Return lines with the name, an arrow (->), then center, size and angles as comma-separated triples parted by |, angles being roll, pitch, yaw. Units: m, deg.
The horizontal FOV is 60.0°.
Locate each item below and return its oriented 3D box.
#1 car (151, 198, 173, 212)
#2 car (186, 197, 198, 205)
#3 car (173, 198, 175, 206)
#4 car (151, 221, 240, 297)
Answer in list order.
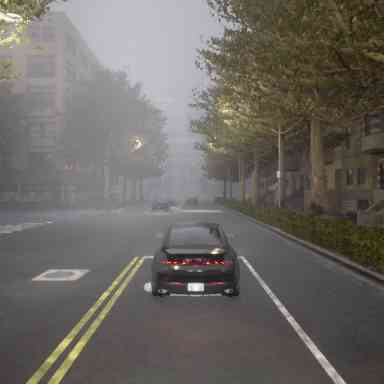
car -> -3.679, 1.476, 39.829 | 1.882, 1.535, 5.008 | 0, 0, 1
car -> -0.005, 1.523, 56.522 | 1.812, 1.442, 4.674 | 0, 0, 0
car -> -3.660, 1.598, 52.837 | 1.895, 1.301, 4.718 | 0, 0, 0
car -> 0.074, 1.505, 8.560 | 1.837, 1.490, 4.892 | 0, 0, 0
